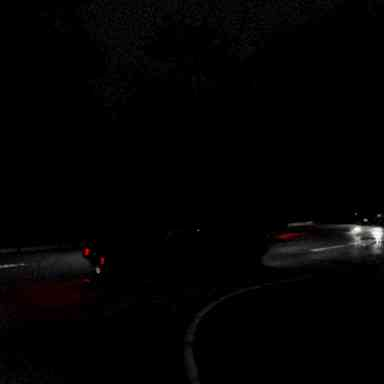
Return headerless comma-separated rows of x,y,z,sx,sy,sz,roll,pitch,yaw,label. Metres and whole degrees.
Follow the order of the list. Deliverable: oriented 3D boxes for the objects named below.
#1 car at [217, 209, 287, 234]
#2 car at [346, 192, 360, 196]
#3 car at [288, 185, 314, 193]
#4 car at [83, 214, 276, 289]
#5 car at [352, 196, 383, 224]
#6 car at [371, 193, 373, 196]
1.665,1.425,13.943,4.718,1.301,1.895,-1,0,-32,car
22.125,-0.227,42.548,2.150,2.045,5.566,0,3,-28,car
16.827,-0.448,51.824,1.882,1.535,5.008,0,3,-29,car
-0.269,1.469,8.769,4.718,1.301,1.895,-1,0,-32,car
11.992,1.116,19.841,5.357,1.411,2.033,-2,0,-29,car
21.525,0.381,35.607,2.033,1.411,5.357,0,3,-17,car
